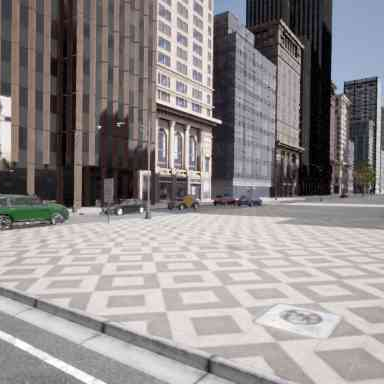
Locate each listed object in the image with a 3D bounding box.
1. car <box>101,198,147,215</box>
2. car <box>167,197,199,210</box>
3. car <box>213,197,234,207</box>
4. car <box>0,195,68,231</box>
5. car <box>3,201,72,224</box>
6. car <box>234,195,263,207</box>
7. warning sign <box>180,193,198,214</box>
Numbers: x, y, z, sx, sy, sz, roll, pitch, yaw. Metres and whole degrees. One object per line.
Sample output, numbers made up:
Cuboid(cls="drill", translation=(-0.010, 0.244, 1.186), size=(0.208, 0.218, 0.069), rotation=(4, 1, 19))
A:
Cuboid(cls="car", translation=(-6.452, 1.377, 32.002), size=(1.837, 1.490, 4.892), rotation=(1, 1, 35))
Cuboid(cls="car", translation=(-1.004, 1.340, 39.694), size=(1.837, 1.490, 4.892), rotation=(1, 1, 35))
Cuboid(cls="car", translation=(4.953, 1.395, 48.049), size=(1.895, 1.301, 4.718), rotation=(1, 1, 36))
Cuboid(cls="car", translation=(-10.568, 1.193, 20.697), size=(2.150, 2.045, 5.566), rotation=(1, 1, 36))
Cuboid(cls="car", translation=(-11.464, 1.470, 24.925), size=(1.994, 1.385, 4.181), rotation=(1, 1, 35))
Cuboid(cls="car", translation=(8.355, 1.193, 47.475), size=(2.097, 1.767, 4.553), rotation=(1, 1, 36))
Cuboid(cls="warning sign", translation=(-0.259, 1.077, 30.681), size=(1.300, 1.860, 1.060), rotation=(1, 1, 35))
